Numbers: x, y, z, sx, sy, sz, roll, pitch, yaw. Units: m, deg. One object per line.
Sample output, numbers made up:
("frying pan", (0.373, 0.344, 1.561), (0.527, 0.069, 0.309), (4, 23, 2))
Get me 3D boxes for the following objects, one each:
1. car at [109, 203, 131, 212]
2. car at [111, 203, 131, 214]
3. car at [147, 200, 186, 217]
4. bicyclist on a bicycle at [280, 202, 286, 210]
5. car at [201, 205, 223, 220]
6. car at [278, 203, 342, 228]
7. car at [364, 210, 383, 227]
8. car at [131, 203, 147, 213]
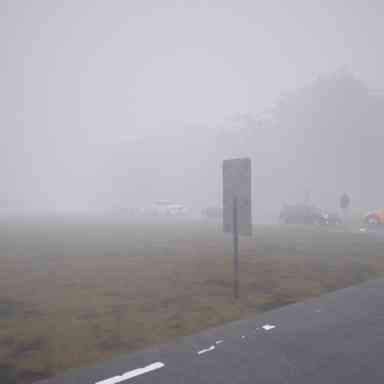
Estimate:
("car", (-13.291, 2.789, 60.845), (2.128, 1.511, 4.902), (-1, -1, -35))
("car", (-11.085, 2.641, 52.934), (1.837, 1.490, 4.892), (-1, -2, -35))
("car", (-2.955, 2.001, 41.294), (2.150, 2.045, 5.566), (-1, -1, -35))
("bicyclist on a bicycle", (9.482, 1.857, 34.042), (1.656, 1.620, 0.582), (0, -1, -35))
("car", (2.944, 2.008, 32.947), (1.882, 1.535, 5.008), (-1, -1, -35))
("car", (8.700, 1.654, 24.744), (2.097, 1.767, 4.553), (-1, -1, -34))
("car", (14.065, 1.504, 22.323), (2.097, 1.767, 4.553), (-1, -1, -35))
("car", (-7.244, 2.505, 52.376), (1.882, 1.535, 5.008), (-1, -1, -35))
